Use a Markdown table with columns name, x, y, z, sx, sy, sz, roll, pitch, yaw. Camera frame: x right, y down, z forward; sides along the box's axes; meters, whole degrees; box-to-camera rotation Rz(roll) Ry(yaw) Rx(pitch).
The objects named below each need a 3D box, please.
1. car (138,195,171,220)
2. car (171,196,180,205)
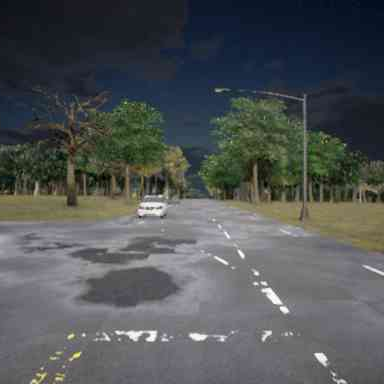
| name | x | y | z | sx | sy | sz | roll | pitch | yaw |
| --- | --- | --- | --- | --- | --- | --- | --- | --- | --- |
| car | -3.408 | 1.303 | 29.716 | 2.150 | 2.045 | 5.566 | 0 | 0 | 0 |
| car | -3.372 | 1.604 | 64.297 | 2.097 | 1.767 | 4.553 | 0 | 0 | 0 |
